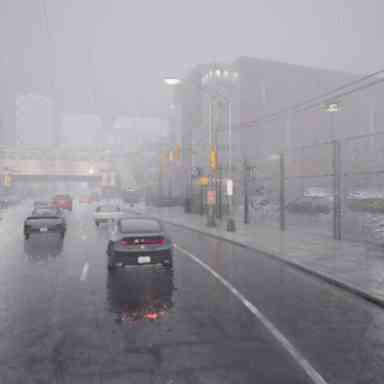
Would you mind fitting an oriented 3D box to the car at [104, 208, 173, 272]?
[{"bbox_3d":[-1.877,1.516,11.022,1.837,1.490,4.892,0,0,-15],"label":"car"}]

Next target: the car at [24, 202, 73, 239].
[{"bbox_3d":[-7.593,1.524,17.619,2.128,1.511,4.902,0,0,-18],"label":"car"}]

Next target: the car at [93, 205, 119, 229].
[{"bbox_3d":[-6.168,1.631,24.225,1.895,1.301,4.718,0,0,-19],"label":"car"}]

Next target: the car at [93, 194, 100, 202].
[{"bbox_3d":[-24.306,1.708,84.124,1.895,1.301,4.718,0,0,-20],"label":"car"}]

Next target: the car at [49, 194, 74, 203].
[{"bbox_3d":[-15.135,1.287,38.961,2.150,2.045,5.566,0,0,-20],"label":"car"}]

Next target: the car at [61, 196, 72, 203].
[{"bbox_3d":[-26.901,1.669,71.445,1.994,1.385,4.181,0,0,-20],"label":"car"}]

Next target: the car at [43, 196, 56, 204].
[{"bbox_3d":[-30.887,1.654,72.202,2.128,1.511,4.902,0,0,-20],"label":"car"}]

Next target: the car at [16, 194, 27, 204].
[{"bbox_3d":[-36.259,1.628,67.903,2.231,1.521,4.892,0,0,-10],"label":"car"}]

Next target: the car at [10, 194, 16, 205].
[{"bbox_3d":[-32.652,1.485,57.750,2.185,1.767,4.553,0,0,-20],"label":"car"}]

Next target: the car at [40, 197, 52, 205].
[{"bbox_3d":[-27.368,1.640,62.386,1.812,1.442,4.674,0,0,-20],"label":"car"}]

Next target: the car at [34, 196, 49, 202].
[{"bbox_3d":[-23.978,1.578,52.942,1.882,1.535,5.008,0,0,-20],"label":"car"}]

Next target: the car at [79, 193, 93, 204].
[{"bbox_3d":[-22.297,1.456,68.980,2.097,1.767,4.553,0,0,-20],"label":"car"}]

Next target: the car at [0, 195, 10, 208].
[{"bbox_3d":[-30.350,1.601,51.750,2.097,1.535,5.008,0,0,-20],"label":"car"}]
